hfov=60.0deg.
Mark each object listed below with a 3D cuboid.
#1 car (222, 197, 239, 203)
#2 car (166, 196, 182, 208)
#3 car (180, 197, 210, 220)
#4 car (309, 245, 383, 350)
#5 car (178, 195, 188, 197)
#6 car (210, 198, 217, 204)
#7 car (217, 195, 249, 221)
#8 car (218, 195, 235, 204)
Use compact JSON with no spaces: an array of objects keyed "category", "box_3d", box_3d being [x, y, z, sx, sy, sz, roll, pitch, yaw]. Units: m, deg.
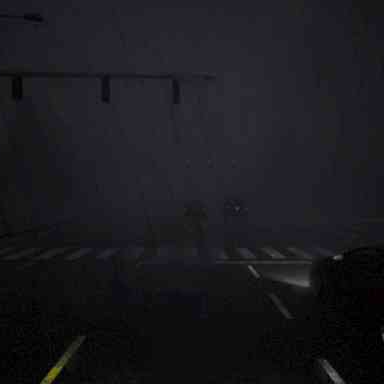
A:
[{"category":"car","box_3d":[10.439,2.130,89.839,2.128,1.511,4.902,0,-1,44]},{"category":"car","box_3d":[-3.270,1.856,56.851,1.882,1.535,5.008,0,-1,1]},{"category":"car","box_3d":[0.251,1.583,30.572,2.097,1.767,4.553,0,0,0]},{"category":"car","box_3d":[3.603,1.606,5.834,1.994,1.385,4.181,0,-1,0]},{"category":"car","box_3d":[-2.215,1.711,72.692,2.150,2.045,5.566,0,0,12]},{"category":"car","box_3d":[4.618,2.075,81.442,1.812,1.442,4.674,0,0,30]},{"category":"car","box_3d":[3.747,1.462,29.877,2.150,2.045,5.566,0,0,0]},{"category":"car","box_3d":[8.482,1.778,81.258,2.150,2.045,5.566,0,0,30]}]
